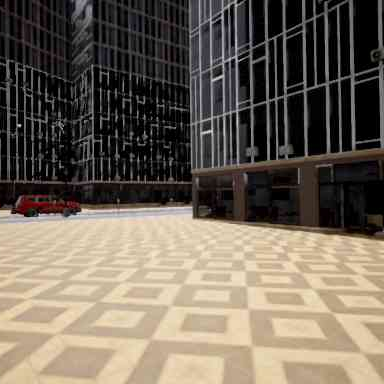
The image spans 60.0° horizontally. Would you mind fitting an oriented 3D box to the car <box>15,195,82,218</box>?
[{"bbox_3d":[-11.772,1.187,27.332,5.009,1.841,2.192,0,-1,-37],"label":"car"}]
